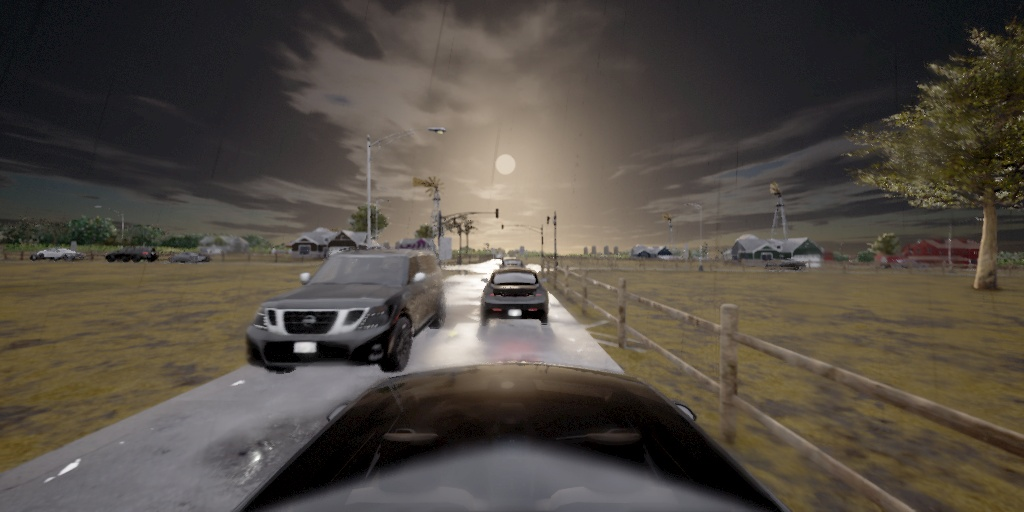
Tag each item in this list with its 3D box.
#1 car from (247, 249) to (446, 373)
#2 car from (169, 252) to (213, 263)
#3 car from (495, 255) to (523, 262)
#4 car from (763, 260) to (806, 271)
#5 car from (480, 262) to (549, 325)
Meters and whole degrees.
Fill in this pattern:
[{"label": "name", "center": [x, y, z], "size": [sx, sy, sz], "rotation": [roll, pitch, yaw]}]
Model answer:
[{"label": "car", "center": [-2.867, 0.871, 7.713], "size": [2.150, 2.045, 5.566], "rotation": [0, 1, 0]}, {"label": "car", "center": [-39.093, 0.224, 43.713], "size": [4.181, 1.385, 1.994], "rotation": [0, -1, 0]}, {"label": "car", "center": [0.026, 0.910, 24.566], "size": [1.837, 1.490, 4.892], "rotation": [0, 1, 0]}, {"label": "car", "center": [35.981, 1.202, 47.491], "size": [5.008, 1.535, 1.882], "rotation": [1, -1, 0]}, {"label": "car", "center": [0.071, 1.101, 11.176], "size": [1.837, 1.490, 4.892], "rotation": [0, 1, 0]}]
